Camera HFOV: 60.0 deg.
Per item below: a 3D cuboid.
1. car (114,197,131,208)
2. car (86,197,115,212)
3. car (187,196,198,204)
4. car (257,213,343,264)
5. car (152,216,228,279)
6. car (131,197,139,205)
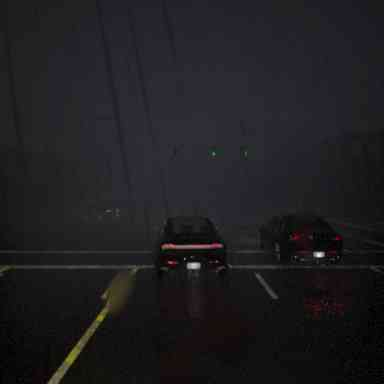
[{"bbox_3d":[-10.578,1.453,47.324,2.128,1.511,4.902,0,0,0],"label":"car"},{"bbox_3d":[-10.591,1.570,37.983,1.895,1.301,4.718,0,0,0],"label":"car"},{"bbox_3d":[0.114,1.442,60.620,2.128,1.511,4.902,0,0,0],"label":"car"},{"bbox_3d":[3.600,1.497,11.823,1.837,1.490,4.892,0,1,0],"label":"car"},{"bbox_3d":[-0.156,1.484,10.093,2.128,1.511,4.902,0,0,-5],"label":"car"},{"bbox_3d":[-10.531,1.554,57.415,1.895,1.301,4.718,0,0,1],"label":"car"}]
